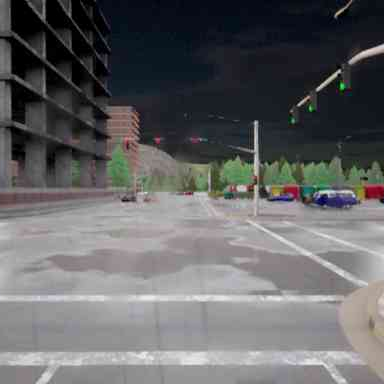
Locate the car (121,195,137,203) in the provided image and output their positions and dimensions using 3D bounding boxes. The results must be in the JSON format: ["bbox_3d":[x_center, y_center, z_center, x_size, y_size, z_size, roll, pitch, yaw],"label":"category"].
[{"bbox_3d":[-10.550,1.159,56.037,2.033,1.411,5.357,0,0,1],"label":"car"}]

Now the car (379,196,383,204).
[{"bbox_3d":[37.022,0.997,61.060,3.905,1.438,1.784,0,0,1],"label":"car"}]

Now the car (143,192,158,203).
[{"bbox_3d":[-7.049,0.961,56.291,2.097,1.767,4.553,0,0,1],"label":"car"}]

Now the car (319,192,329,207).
[{"bbox_3d":[21.803,1.072,50.128,3.905,1.438,1.784,0,0,1],"label":"car"}]

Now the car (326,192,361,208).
[{"bbox_3d":[21.764,1.124,47.233,3.806,1.475,1.970,0,0,1],"label":"car"}]

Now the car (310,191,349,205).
[{"bbox_3d":[21.787,0.843,52.810,4.605,1.855,1.932,0,0,1],"label":"car"}]
